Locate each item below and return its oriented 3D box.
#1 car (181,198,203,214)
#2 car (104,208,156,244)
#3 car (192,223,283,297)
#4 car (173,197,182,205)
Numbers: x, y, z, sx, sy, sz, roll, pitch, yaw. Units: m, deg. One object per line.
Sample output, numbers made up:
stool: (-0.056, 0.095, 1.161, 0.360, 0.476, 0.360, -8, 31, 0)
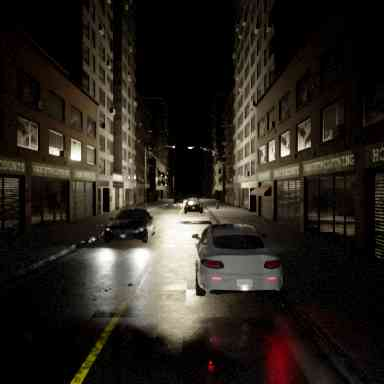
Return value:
car: (0.171, 1.582, 35.738, 1.994, 1.385, 4.181, 0, 0, 1)
car: (-2.802, 1.527, 15.864, 1.812, 1.442, 4.674, 0, 0, 0)
car: (0.988, 1.527, 8.491, 1.812, 1.442, 4.674, 0, 0, 0)
car: (-2.558, 1.606, 62.853, 2.033, 1.411, 5.357, 0, 0, 0)
